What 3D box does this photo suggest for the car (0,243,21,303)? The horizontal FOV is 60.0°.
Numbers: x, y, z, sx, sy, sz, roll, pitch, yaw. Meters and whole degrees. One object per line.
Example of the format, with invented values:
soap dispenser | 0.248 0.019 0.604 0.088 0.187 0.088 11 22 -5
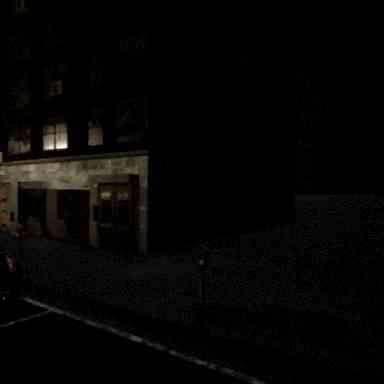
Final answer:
car | -5.403 1.443 6.927 4.097 1.590 1.967 0 1 36
